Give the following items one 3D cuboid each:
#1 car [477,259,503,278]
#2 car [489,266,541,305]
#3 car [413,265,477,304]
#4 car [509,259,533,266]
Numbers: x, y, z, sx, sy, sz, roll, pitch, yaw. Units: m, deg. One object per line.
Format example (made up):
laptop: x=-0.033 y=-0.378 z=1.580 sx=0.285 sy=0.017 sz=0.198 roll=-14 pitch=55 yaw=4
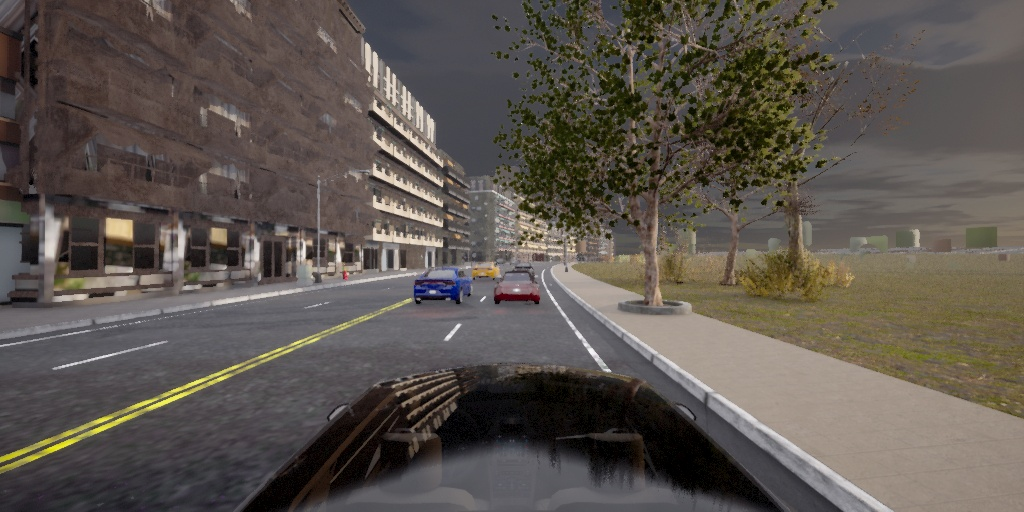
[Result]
car: x=-2.203 y=1.258 z=31.293 sx=1.882 sy=1.535 sz=5.008 roll=0 pitch=0 yaw=4
car: x=0.259 y=1.331 z=16.256 sx=1.994 sy=1.385 sz=4.181 roll=0 pitch=0 yaw=2
car: x=-2.990 y=1.244 z=16.371 sx=1.882 sy=1.535 sz=5.008 roll=0 pitch=0 yaw=2
car: x=1.039 y=1.267 z=31.065 sx=2.128 sy=1.511 sz=4.902 roll=0 pitch=0 yaw=4
